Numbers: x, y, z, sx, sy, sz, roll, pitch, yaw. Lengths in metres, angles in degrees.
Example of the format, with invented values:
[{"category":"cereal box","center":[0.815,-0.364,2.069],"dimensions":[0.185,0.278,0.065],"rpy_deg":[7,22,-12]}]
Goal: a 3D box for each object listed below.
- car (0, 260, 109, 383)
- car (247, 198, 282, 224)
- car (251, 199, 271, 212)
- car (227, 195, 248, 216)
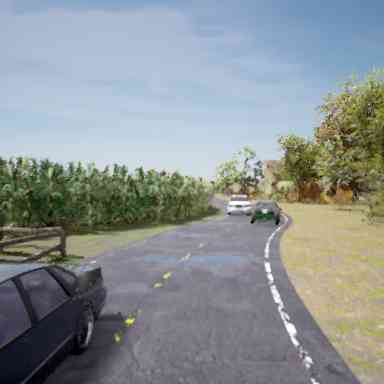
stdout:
[{"category":"car","center":[-2.474,1.548,3.441],"dimensions":[2.033,1.411,5.357],"rpy_deg":[0,0,4]},{"category":"car","center":[5.891,1.455,26.082],"dimensions":[2.097,1.767,4.553],"rpy_deg":[0,0,17]},{"category":"car","center":[8.824,1.676,42.857],"dimensions":[1.812,1.442,4.674],"rpy_deg":[0,0,4]},{"category":"car","center":[4.918,1.340,34.299],"dimensions":[2.150,2.045,5.566],"rpy_deg":[1,0,11]}]
